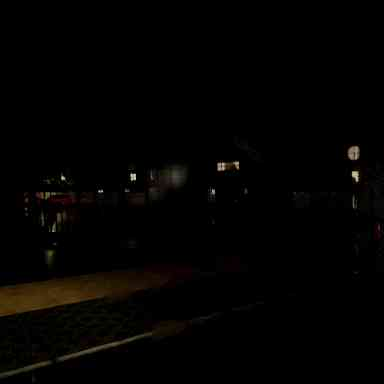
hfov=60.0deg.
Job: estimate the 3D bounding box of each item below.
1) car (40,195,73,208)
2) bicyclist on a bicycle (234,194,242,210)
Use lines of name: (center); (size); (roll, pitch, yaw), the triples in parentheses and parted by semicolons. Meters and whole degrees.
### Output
car: (-18.090, 1.138, 44.284); (4.553, 1.767, 2.097); (0, 3, 27)
bicyclist on a bicycle: (4.619, 1.007, 33.429); (0.582, 1.620, 1.656); (0, 3, 38)
